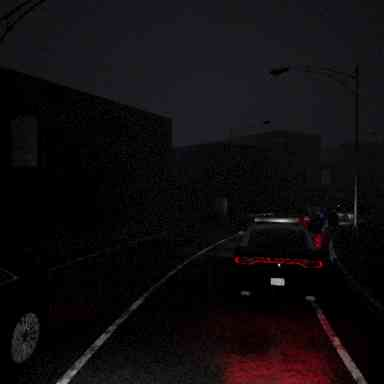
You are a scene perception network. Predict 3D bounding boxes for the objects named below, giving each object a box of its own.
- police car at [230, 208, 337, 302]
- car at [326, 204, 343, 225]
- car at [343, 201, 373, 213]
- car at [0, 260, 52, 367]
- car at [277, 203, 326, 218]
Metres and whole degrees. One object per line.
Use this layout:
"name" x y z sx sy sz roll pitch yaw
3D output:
"police car" 2.174 1.428 8.548 1.930 1.638 5.238 0 0 14
"car" 8.324 1.558 21.974 1.812 1.442 4.674 1 0 35
"car" 18.586 1.665 37.904 4.718 1.301 1.895 0 1 -36
"car" -3.214 1.486 3.055 2.128 1.511 4.902 0 0 6
"car" 5.408 1.366 17.151 2.097 1.767 4.553 1 0 27
